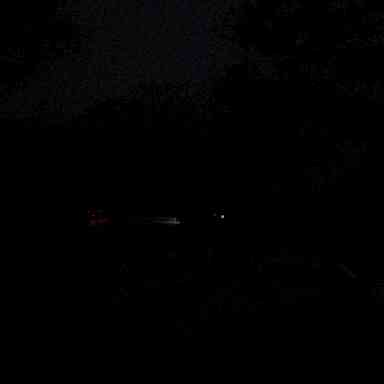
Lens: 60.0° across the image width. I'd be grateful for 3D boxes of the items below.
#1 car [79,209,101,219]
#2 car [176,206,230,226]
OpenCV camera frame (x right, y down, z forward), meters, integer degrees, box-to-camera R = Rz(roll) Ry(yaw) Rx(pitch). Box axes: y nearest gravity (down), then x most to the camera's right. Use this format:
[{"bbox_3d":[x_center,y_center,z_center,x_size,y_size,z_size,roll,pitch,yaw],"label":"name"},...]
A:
[{"bbox_3d":[-10.865,1.812,30.985,4.718,1.301,1.895,0,-1,26],"label":"car"},{"bbox_3d":[0.742,1.689,24.428,1.994,1.385,4.181,0,-1,-43],"label":"car"}]
